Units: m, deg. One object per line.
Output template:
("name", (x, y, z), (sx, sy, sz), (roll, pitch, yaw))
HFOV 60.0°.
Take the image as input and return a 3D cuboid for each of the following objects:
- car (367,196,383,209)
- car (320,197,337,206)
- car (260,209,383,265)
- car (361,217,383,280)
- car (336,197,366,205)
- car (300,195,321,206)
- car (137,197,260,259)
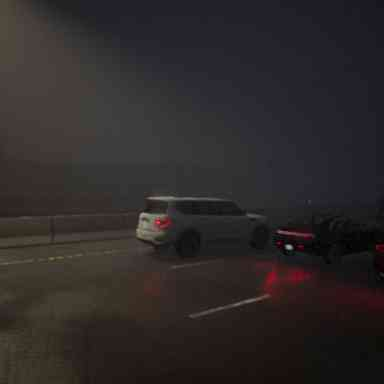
("car", (14.771, 1.236, 22.920), (5.566, 2.045, 2.150), (0, 0, -35))
("car", (21.711, 1.548, 49.936), (4.674, 1.442, 1.812), (0, 0, -39))
("car", (4.969, 1.495, 11.628), (4.902, 1.511, 2.128), (0, 0, -35))
("car", (6.638, 1.483, 8.523), (5.008, 1.535, 1.882), (1, 0, -35))
("car", (22.737, 1.513, 46.313), (4.902, 1.511, 2.128), (0, 0, -38))
("car", (18.885, 1.374, 52.147), (4.553, 1.767, 2.097), (0, 0, -38))
("car", (0.645, 1.218, 12.897), (5.566, 2.045, 2.150), (1, -1, -33))
